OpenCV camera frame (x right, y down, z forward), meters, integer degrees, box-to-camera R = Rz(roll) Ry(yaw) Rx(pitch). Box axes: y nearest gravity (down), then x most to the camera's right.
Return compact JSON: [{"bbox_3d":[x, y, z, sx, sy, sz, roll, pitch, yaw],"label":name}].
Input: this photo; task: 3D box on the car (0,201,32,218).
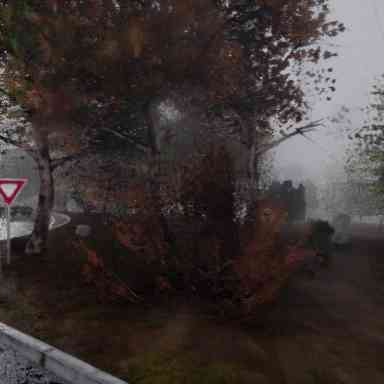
[{"bbox_3d":[-14.848,1.422,27.654,1.895,1.301,4.718,0,0,-38],"label":"car"}]
